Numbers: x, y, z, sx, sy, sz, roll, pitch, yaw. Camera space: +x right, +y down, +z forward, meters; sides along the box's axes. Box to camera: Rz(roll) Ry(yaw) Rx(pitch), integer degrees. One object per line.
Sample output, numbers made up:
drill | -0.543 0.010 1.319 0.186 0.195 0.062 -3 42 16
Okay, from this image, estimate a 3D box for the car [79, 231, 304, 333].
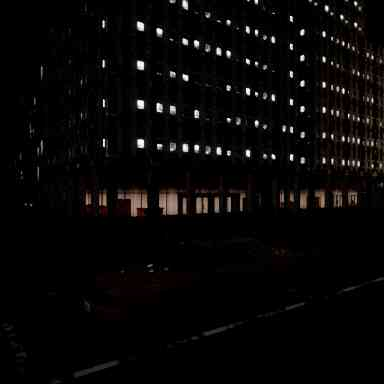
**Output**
car | 0.275 1.525 6.757 4.829 1.417 1.752 0 0 -36
